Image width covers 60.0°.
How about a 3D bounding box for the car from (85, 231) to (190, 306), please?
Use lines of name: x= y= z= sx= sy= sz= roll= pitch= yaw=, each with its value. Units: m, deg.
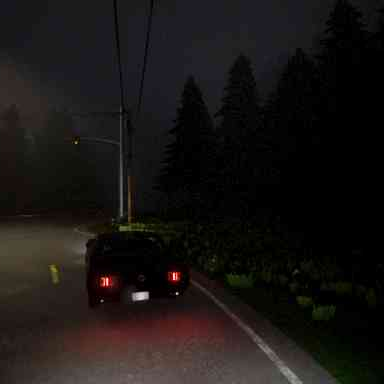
car: x=-1.615 y=1.601 z=8.148 sx=1.895 sy=1.301 sz=4.718 roll=0 pitch=0 yaw=-18
